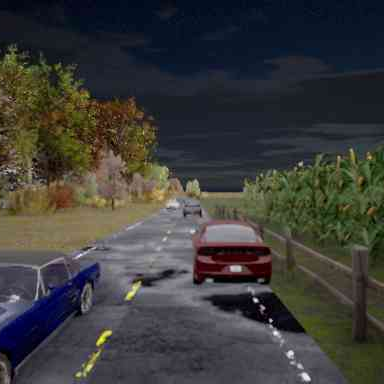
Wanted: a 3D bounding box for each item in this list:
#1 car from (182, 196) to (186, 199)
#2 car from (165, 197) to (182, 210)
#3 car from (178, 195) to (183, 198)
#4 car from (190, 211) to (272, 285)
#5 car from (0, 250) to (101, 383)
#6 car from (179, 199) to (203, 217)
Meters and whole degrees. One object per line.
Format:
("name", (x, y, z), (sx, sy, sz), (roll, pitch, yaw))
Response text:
("car", (0.064, 1.718, 47.062), (2.097, 1.767, 4.553), (0, 0, 1))
("car", (-2.832, 1.903, 48.524), (1.812, 1.442, 4.674), (0, 0, 0))
("car", (-2.734, 1.879, 83.308), (2.150, 2.045, 5.566), (0, -1, 0))
("car", (0.965, 1.553, 9.787), (1.882, 1.535, 5.008), (0, 0, 0))
("car", (-2.849, 1.638, 4.827), (1.895, 1.301, 4.718), (0, 0, 0))
("car", (0.066, 1.758, 34.297), (2.128, 1.511, 4.902), (0, 0, 0))
